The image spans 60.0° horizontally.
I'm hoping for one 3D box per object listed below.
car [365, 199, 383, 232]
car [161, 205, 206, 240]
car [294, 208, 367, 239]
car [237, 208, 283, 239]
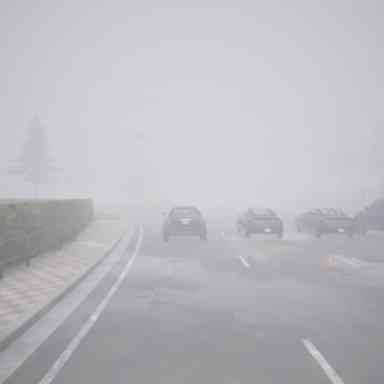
[{"bbox_3d":[10.597,1.351,17.281,2.150,2.045,5.566,0,0,0],"label":"car"},{"bbox_3d":[-0.549,1.486,17.930,2.097,1.767,4.553,0,0,-6],"label":"car"},{"bbox_3d":[7.096,1.628,18.222,2.128,1.511,4.902,0,0,0],"label":"car"},{"bbox_3d":[3.596,1.628,18.219,2.128,1.511,4.902,0,0,0],"label":"car"}]
